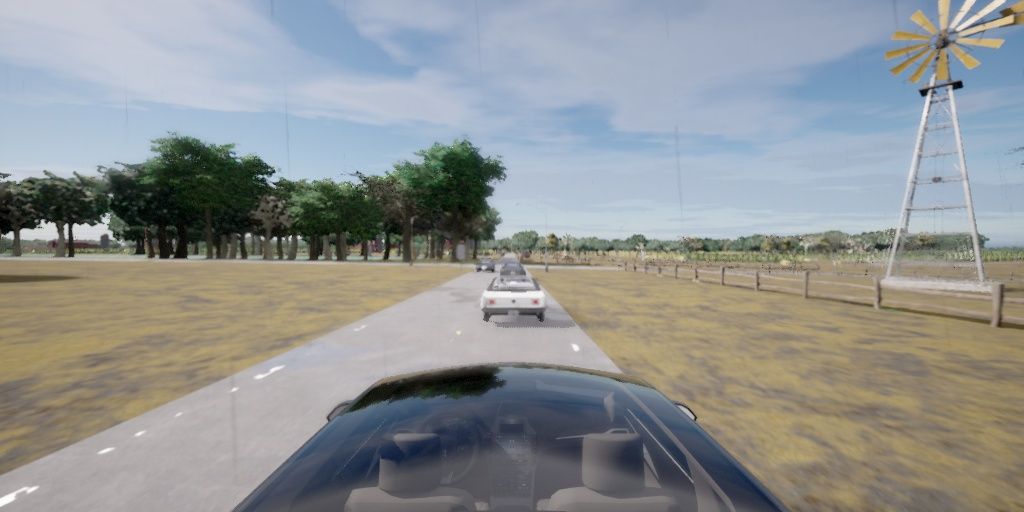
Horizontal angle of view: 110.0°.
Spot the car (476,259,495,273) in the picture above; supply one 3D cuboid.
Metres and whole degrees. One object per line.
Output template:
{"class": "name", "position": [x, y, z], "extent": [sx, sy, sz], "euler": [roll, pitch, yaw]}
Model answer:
{"class": "car", "position": [-2.817, 1.030, 38.976], "extent": [2.128, 1.511, 4.902], "euler": [0, 0, 0]}

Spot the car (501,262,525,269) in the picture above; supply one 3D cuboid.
{"class": "car", "position": [0.072, 1.167, 28.434], "extent": [1.994, 1.385, 4.181], "euler": [0, 0, 0]}

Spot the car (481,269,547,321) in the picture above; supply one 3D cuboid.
{"class": "car", "position": [0.065, 1.295, 12.221], "extent": [1.895, 1.301, 4.718], "euler": [0, 0, 0]}
